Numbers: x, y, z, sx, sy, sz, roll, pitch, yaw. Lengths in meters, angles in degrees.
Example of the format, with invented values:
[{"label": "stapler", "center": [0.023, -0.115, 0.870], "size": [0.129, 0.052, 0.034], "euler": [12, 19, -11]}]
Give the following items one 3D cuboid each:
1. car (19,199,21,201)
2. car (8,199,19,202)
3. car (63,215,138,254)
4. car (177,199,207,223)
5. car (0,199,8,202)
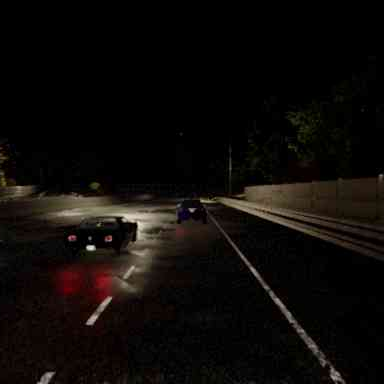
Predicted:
[{"label": "car", "center": [-24.558, 1.620, 45.210], "size": [1.895, 1.301, 4.718], "euler": [0, 0, 0]}, {"label": "car", "center": [-21.065, 1.607, 35.789], "size": [1.895, 1.301, 4.718], "euler": [0, 0, 0]}, {"label": "car", "center": [-3.398, 1.593, 13.412], "size": [1.895, 1.301, 4.718], "euler": [0, 0, 0]}, {"label": "car", "center": [0.000, 1.347, 25.572], "size": [2.097, 1.767, 4.553], "euler": [0, 0, 0]}, {"label": "car", "center": [-10.400, 1.344, 14.356], "size": [2.097, 1.767, 4.553], "euler": [0, 0, 0]}]
